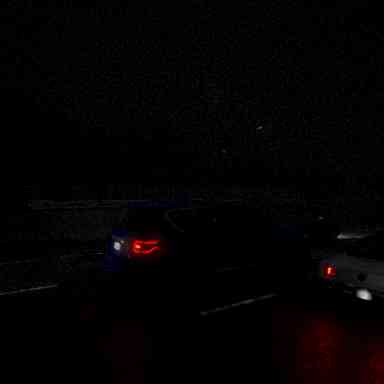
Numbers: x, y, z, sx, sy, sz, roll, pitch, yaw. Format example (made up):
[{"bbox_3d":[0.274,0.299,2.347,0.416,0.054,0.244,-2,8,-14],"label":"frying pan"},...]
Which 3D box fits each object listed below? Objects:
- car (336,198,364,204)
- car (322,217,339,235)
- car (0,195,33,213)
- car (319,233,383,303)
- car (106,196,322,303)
[{"bbox_3d":[18.175,1.520,38.352,4.553,1.767,2.097,0,0,-36],"label":"car"},{"bbox_3d":[5.235,1.611,16.087,4.181,1.385,1.994,0,0,-36],"label":"car"},{"bbox_3d":[-15.974,1.224,26.993,5.566,2.045,2.150,0,0,-36],"label":"car"},{"bbox_3d":[4.985,1.622,7.429,4.718,1.301,1.895,0,0,-36],"label":"car"},{"bbox_3d":[0.637,1.233,8.489,5.566,2.045,2.150,0,0,-35],"label":"car"}]
